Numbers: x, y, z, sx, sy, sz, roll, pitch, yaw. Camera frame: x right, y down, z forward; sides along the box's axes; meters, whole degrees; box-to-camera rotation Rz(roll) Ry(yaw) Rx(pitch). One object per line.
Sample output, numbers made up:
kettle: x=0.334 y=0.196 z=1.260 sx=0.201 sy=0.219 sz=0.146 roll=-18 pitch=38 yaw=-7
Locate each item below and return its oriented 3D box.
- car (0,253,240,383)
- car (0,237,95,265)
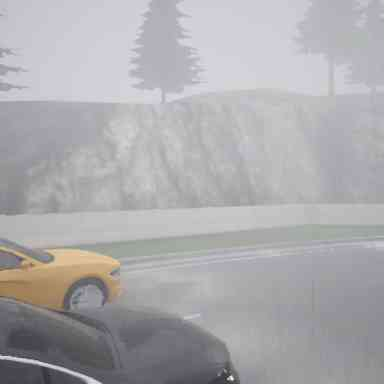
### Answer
car: x=-1.831 y=1.488 z=2.162 sx=4.892 sy=1.490 sz=1.837 roll=-1 pitch=0 yaw=-35
car: x=-3.615 y=1.435 z=5.404 sx=5.008 sy=1.535 sz=1.882 roll=-1 pitch=0 yaw=-36
